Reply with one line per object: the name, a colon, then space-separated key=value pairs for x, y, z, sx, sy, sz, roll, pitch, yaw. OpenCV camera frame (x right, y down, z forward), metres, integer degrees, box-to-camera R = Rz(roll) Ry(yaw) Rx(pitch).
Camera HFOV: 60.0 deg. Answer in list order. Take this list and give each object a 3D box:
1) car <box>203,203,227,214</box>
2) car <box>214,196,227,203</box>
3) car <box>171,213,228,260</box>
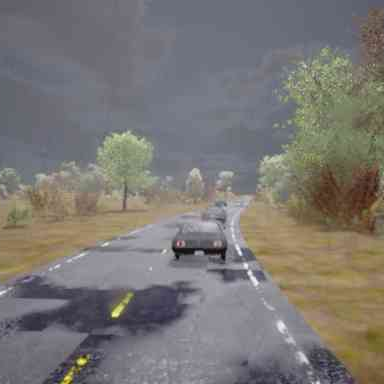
car: x=1.936 y=1.861 z=28.116 sx=1.994 sy=1.385 sz=4.181 roll=0 pitch=-1 yaw=9
car: x=5.724 y=1.880 z=66.136 sx=2.150 sy=2.045 sz=5.566 roll=0 pitch=0 yaw=11
car: x=0.403 y=1.744 z=13.105 sx=1.895 sy=1.301 sz=4.718 roll=0 pitch=-1 yaw=4
